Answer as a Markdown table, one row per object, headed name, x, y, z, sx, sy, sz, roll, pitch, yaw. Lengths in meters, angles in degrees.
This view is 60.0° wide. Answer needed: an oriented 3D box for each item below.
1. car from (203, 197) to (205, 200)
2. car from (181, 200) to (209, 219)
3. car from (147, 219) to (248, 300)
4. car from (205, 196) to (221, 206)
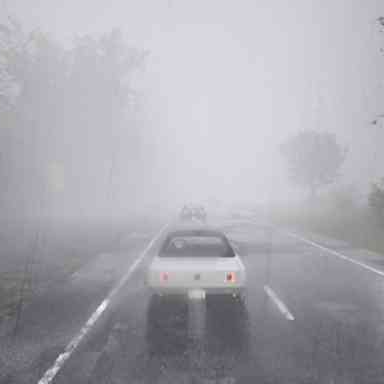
| name | x | y | z | sx | sy | sz | roll | pitch | yaw |
| --- | --- | --- | --- | --- | --- | --- | --- | --- | --- |
| car | 3.503 | 1.604 | 73.227 | 1.895 | 1.301 | 4.718 | 0 | 0 | 0 |
| car | 0.098 | 1.602 | 26.471 | 1.895 | 1.301 | 4.718 | 0 | 0 | 0 |
| car | 0.099 | 1.601 | 8.367 | 1.895 | 1.301 | 4.718 | 0 | 0 | 0 |
| car | 3.600 | 1.569 | 54.503 | 1.994 | 1.385 | 4.181 | 0 | 0 | 0 |
